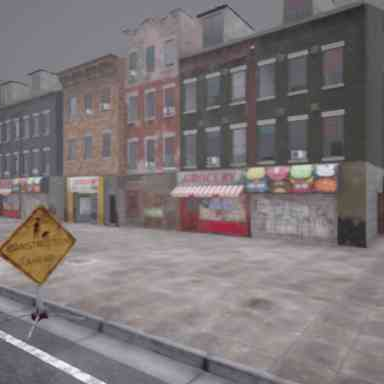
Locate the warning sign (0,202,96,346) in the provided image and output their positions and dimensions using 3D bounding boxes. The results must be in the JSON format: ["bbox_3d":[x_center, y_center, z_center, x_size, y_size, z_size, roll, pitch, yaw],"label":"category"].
[{"bbox_3d":[-2.399,1.111,5.235,1.060,1.860,1.300,0,0,35],"label":"warning sign"}]
